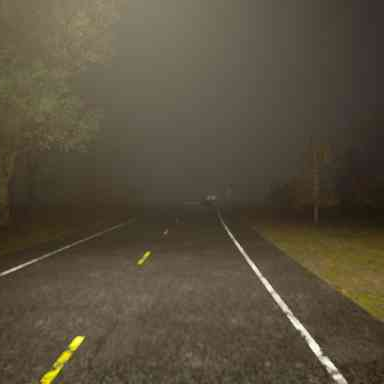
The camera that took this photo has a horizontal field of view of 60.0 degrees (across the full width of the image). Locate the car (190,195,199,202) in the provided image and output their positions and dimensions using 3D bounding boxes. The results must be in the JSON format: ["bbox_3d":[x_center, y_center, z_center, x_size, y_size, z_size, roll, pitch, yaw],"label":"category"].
[{"bbox_3d":[0.644,1.442,70.826,1.812,1.442,4.674,0,0,6],"label":"car"}]

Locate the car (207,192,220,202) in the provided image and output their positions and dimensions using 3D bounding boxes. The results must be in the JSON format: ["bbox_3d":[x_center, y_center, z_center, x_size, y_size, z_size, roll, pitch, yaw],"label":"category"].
[{"bbox_3d":[4.270,1.137,71.729,2.150,2.045,5.566,0,0,7],"label":"car"}]

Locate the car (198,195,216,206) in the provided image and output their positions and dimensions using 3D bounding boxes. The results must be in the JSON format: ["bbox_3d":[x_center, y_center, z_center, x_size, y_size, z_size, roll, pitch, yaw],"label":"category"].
[{"bbox_3d":[2.442,1.547,52.637,1.895,1.301,4.718,0,0,5],"label":"car"}]
